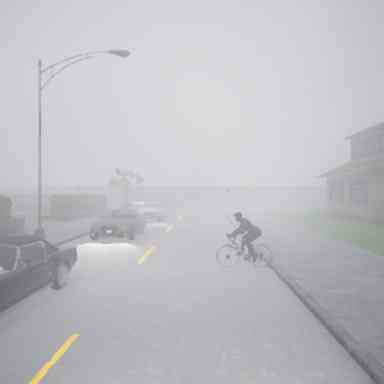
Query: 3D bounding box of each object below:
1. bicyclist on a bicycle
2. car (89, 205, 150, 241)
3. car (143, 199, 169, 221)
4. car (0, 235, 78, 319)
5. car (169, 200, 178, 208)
[{"bbox_3d":[1.516,1.410,9.662,1.656,1.620,0.582,-1,1,1],"label":"bicyclist on a bicycle"},{"bbox_3d":[-3.602,1.558,16.672,1.994,1.385,4.181,0,0,2],"label":"car"},{"bbox_3d":[-3.198,1.519,26.826,1.812,1.442,4.674,0,0,2],"label":"car"},{"bbox_3d":[-3.940,1.599,6.402,1.895,1.301,4.718,0,0,2],"label":"car"},{"bbox_3d":[-4.369,1.589,45.919,4.718,1.301,1.895,0,0,33],"label":"car"}]
